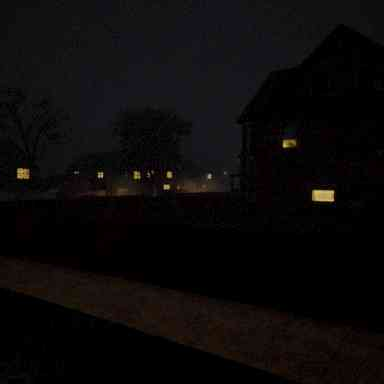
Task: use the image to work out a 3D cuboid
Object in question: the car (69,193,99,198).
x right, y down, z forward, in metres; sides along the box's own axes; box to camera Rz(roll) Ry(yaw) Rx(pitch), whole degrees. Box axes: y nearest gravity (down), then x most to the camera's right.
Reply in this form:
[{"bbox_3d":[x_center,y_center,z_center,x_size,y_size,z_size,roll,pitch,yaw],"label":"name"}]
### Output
[{"bbox_3d":[-11.725,0.906,34.965,1.882,1.535,5.008,1,2,36],"label":"car"}]
